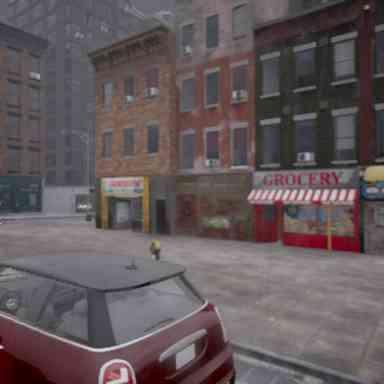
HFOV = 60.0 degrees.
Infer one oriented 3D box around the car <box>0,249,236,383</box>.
[{"bbox_3d":[-1.636,1.423,3.983,4.097,1.590,1.967,0,0,35],"label":"car"}]
